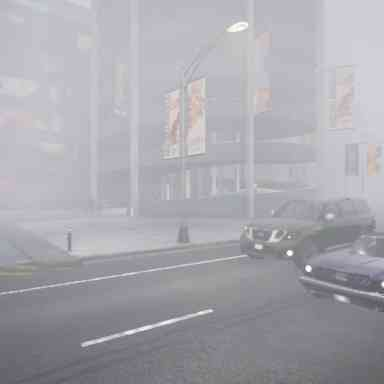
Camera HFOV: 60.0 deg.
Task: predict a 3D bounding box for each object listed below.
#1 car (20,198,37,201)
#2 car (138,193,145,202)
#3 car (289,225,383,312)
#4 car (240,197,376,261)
[{"bbox_3d":[-25.669,1.463,52.374,1.895,1.301,4.718,0,0,-36],"label":"car"},{"bbox_3d":[-11.199,1.029,63.929,2.435,2.045,5.566,0,0,-36],"label":"car"},{"bbox_3d":[4.460,1.601,7.284,4.718,1.301,1.895,0,0,-36],"label":"car"},{"bbox_3d":[4.165,1.217,11.382,5.566,2.045,2.150,-1,0,-37],"label":"car"}]
